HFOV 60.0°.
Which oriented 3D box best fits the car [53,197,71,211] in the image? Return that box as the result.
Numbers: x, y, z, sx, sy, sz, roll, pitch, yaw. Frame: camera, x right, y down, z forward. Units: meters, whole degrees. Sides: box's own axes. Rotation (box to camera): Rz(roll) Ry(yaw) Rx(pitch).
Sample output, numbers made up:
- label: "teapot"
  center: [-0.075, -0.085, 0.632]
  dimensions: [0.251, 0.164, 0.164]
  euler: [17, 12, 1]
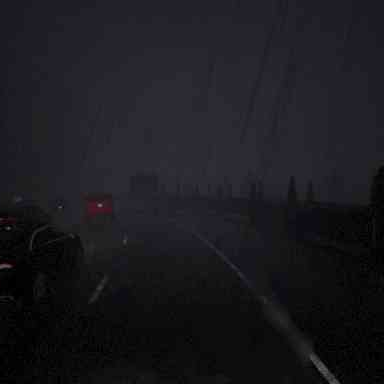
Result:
- label: "car"
  center: [-14.256, 1.292, 36.032]
  dimensions: [1.837, 1.490, 4.892]
  euler: [0, 0, -21]

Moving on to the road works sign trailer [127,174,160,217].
- label: "road works sign trailer"
  center: [-4.209, 0.278, 28.900]
  dimensions: [2.380, 3.560, 2.880]
  euler: [0, 0, -19]

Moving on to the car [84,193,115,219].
- label: "car"
  center: [-7.337, 1.058, 26.509]
  dimensions: [2.150, 2.045, 5.566]
  euler: [0, 0, -15]

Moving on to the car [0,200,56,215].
- label: "car"
  center: [-8.823, 1.405, 17.451]
  dimensions: [1.837, 1.490, 4.892]
  euler: [0, 0, -10]

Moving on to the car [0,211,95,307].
- label: "car"
  center: [-3.956, 1.447, 7.775]
  dimensions: [2.128, 1.511, 4.902]
  euler: [0, 0, -4]
